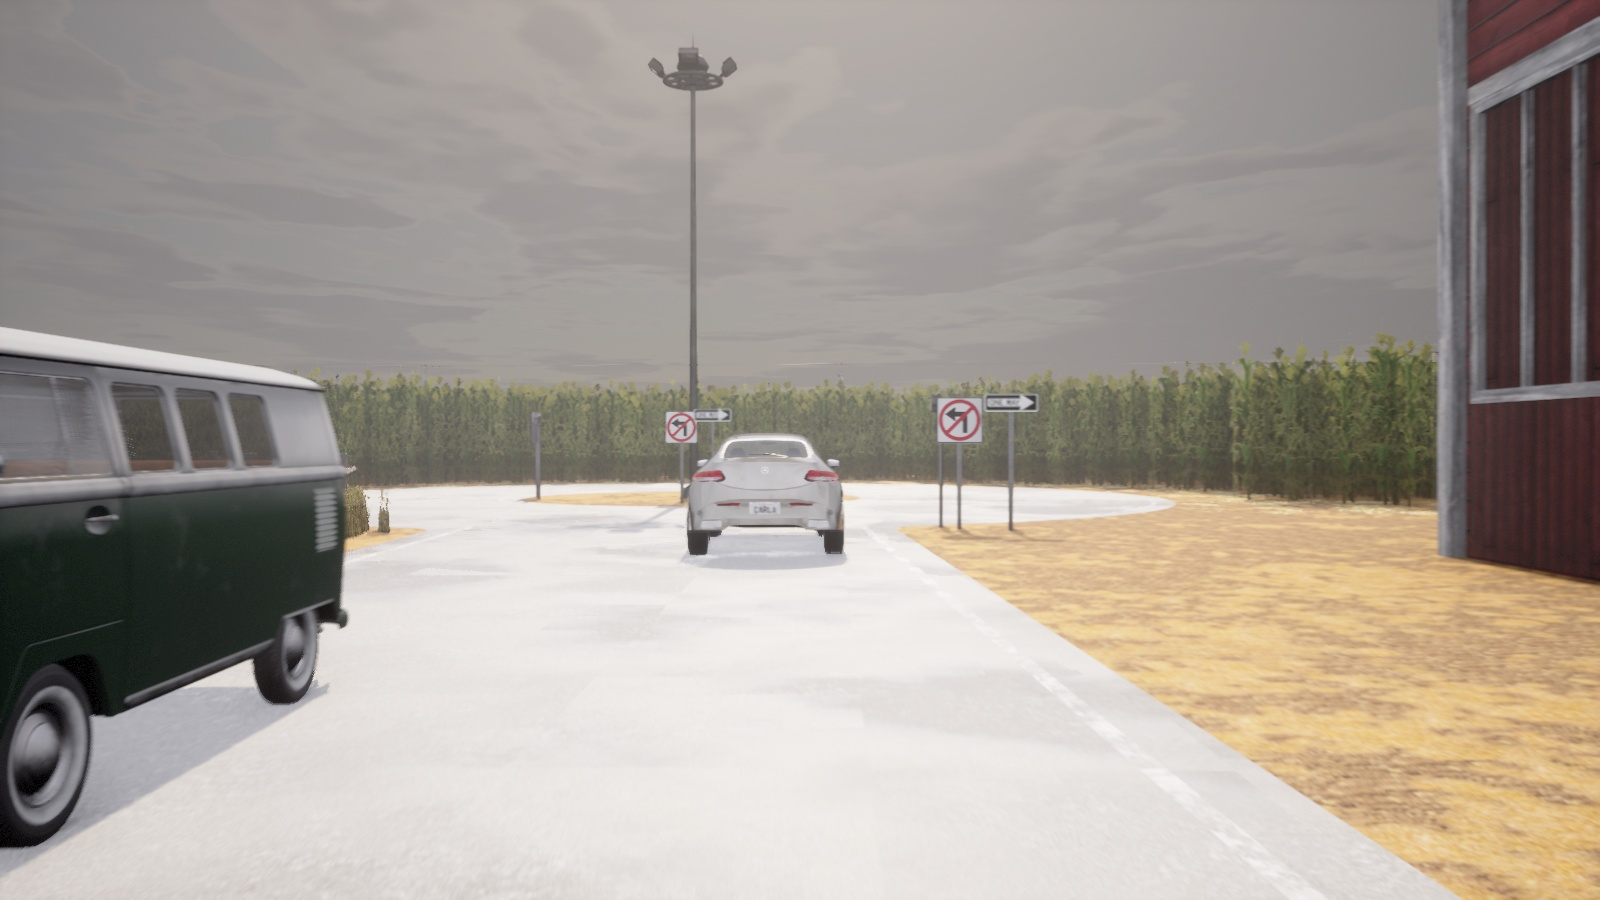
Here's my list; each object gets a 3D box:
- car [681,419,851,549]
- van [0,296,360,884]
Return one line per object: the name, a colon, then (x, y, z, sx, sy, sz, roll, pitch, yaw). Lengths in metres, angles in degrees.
car: (-0.446, 0.421, 18.468, 2.152, 1.651, 5.027, 0, 0, 0)
van: (-3.634, 0.465, 5.762, 1.775, 1.987, 4.442, 0, 0, -2)
